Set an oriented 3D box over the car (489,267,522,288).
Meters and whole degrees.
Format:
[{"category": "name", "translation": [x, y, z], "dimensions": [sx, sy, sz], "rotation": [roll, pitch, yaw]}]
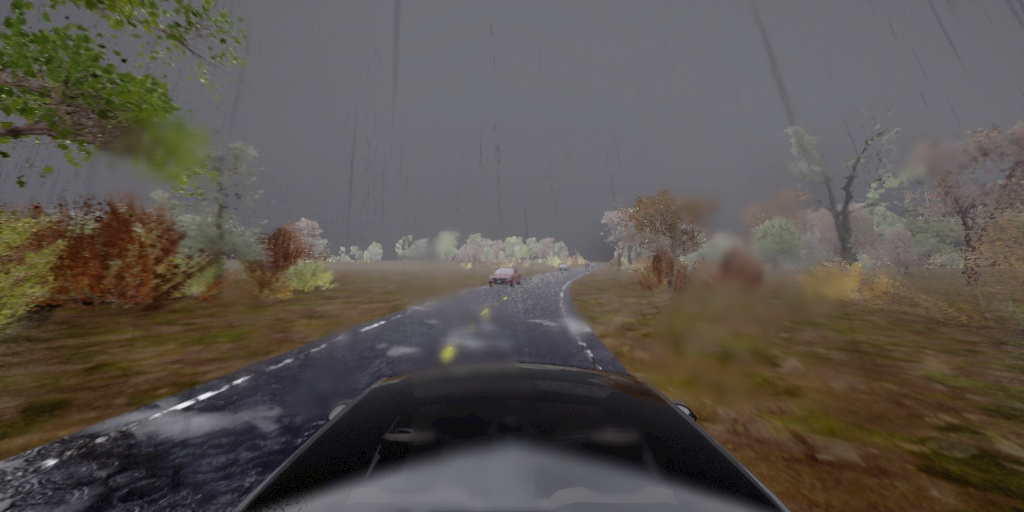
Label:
[{"category": "car", "translation": [-0.465, 1.622, 28.311], "dimensions": [1.882, 1.535, 5.008], "rotation": [0, -1, 11]}]
